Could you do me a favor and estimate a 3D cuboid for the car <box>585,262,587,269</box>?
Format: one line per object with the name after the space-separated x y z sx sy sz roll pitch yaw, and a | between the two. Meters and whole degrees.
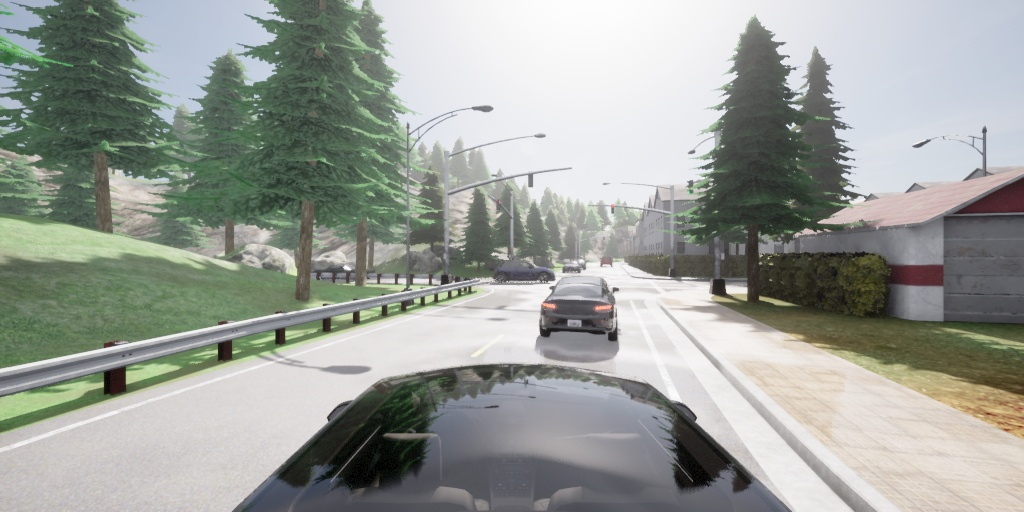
9.956 1.241 52.873 2.128 1.511 4.902 0 0 16 | car

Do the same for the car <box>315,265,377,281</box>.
-13.626 1.366 29.554 4.718 1.301 1.895 0 0 15 | car

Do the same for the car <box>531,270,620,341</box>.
1.939 1.276 9.902 1.812 1.442 4.674 0 0 15 | car

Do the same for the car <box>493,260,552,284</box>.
0.879 1.106 26.552 4.553 1.767 2.097 0 0 -1 | car

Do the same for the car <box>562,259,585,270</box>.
7.270 1.314 43.184 1.994 1.385 4.181 0 0 15 | car
